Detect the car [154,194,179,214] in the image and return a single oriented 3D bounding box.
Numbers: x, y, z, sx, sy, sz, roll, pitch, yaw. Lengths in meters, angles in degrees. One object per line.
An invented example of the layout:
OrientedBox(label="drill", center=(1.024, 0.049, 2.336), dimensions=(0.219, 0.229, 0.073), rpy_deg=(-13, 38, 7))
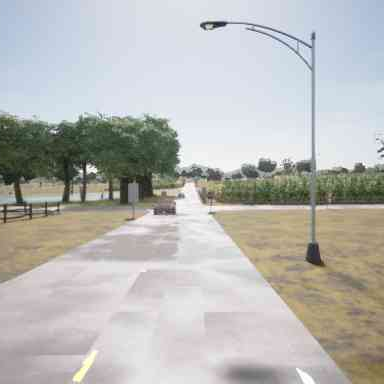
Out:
OrientedBox(label="car", center=(-2.749, 1.426, 34.710), dimensions=(2.097, 1.767, 4.553), rpy_deg=(0, 0, 0))

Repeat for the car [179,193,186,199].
OrientedBox(label="car", center=(-2.749, 0.961, 88.293), dimensions=(1.837, 1.490, 4.892), rpy_deg=(0, 1, 0))
